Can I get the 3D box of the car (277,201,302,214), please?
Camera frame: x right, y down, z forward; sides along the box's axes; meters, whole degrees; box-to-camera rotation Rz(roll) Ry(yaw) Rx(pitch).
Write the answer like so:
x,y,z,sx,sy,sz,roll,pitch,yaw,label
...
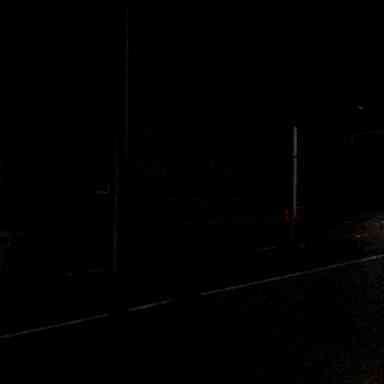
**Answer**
x,y,z,sx,sy,sz,roll,pitch,yaw,label
10.347,1.807,39.312,2.033,1.411,5.357,1,0,-35,car
